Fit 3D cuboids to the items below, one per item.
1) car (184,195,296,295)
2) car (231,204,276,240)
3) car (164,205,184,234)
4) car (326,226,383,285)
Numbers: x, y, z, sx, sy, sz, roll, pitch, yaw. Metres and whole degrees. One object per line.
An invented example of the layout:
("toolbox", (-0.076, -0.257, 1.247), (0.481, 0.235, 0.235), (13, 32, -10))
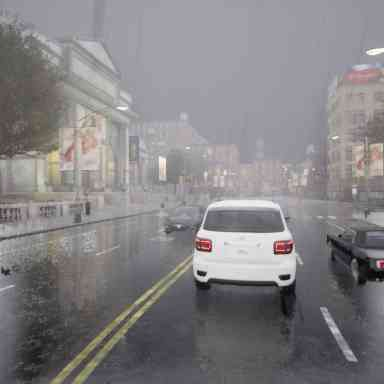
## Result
("car", (1.471, 1.221, 9.001), (2.150, 2.045, 5.566), (0, 0, 11))
("car", (3.437, 1.492, 18.306), (2.128, 1.511, 4.902), (0, 0, 12))
("car", (-0.134, 1.507, 18.943), (1.837, 1.490, 4.892), (0, -1, 13))
("car", (5.127, 1.601, 9.284), (1.895, 1.301, 4.718), (0, 0, 11))
